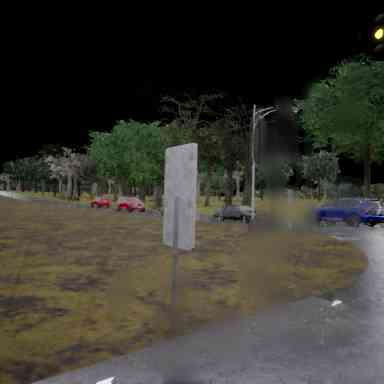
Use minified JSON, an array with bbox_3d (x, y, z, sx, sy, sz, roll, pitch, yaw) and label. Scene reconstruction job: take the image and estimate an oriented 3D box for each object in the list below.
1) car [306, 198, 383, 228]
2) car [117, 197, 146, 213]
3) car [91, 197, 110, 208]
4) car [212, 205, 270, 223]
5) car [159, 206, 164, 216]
[{"bbox_3d":[11.066,1.506,24.464,2.150,2.045,5.566,3,-3,-30],"label":"car"},{"bbox_3d":[-8.254,1.685,44.903,2.150,2.045,5.566,3,-2,-34],"label":"car"},{"bbox_3d":[-17.718,1.960,64.348,2.150,2.045,5.566,3,-2,-36],"label":"car"},{"bbox_3d":[3.976,1.793,27.846,2.033,1.411,5.357,3,-2,-36],"label":"car"},{"bbox_3d":[-1.834,1.928,35.903,1.994,1.385,4.181,3,-2,-37],"label":"car"}]
